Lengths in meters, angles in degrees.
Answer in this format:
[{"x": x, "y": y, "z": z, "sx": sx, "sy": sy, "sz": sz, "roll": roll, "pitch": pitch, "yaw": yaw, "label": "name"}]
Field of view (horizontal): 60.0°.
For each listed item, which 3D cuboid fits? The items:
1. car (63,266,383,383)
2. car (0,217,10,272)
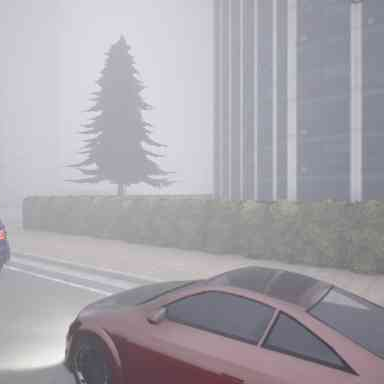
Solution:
[{"x": 0.499, "y": 1.564, "z": 3.635, "sx": 4.181, "sy": 1.385, "sz": 1.994, "roll": 0, "pitch": 0, "yaw": 36, "label": "car"}, {"x": -7.179, "y": 1.221, "z": 9.072, "sx": 5.566, "sy": 2.045, "sz": 2.150, "roll": 0, "pitch": 0, "yaw": 35, "label": "car"}]
